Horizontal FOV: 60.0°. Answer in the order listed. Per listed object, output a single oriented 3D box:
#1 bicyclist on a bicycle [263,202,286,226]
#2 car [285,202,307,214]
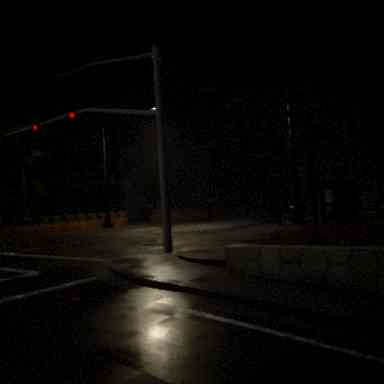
[{"bbox_3d":[5.528,1.495,22.400,1.656,1.620,0.582,-6,-3,36],"label":"bicyclist on a bicycle"},{"bbox_3d":[14.861,2.214,47.346,2.128,1.511,4.902,-5,-3,36],"label":"car"}]
